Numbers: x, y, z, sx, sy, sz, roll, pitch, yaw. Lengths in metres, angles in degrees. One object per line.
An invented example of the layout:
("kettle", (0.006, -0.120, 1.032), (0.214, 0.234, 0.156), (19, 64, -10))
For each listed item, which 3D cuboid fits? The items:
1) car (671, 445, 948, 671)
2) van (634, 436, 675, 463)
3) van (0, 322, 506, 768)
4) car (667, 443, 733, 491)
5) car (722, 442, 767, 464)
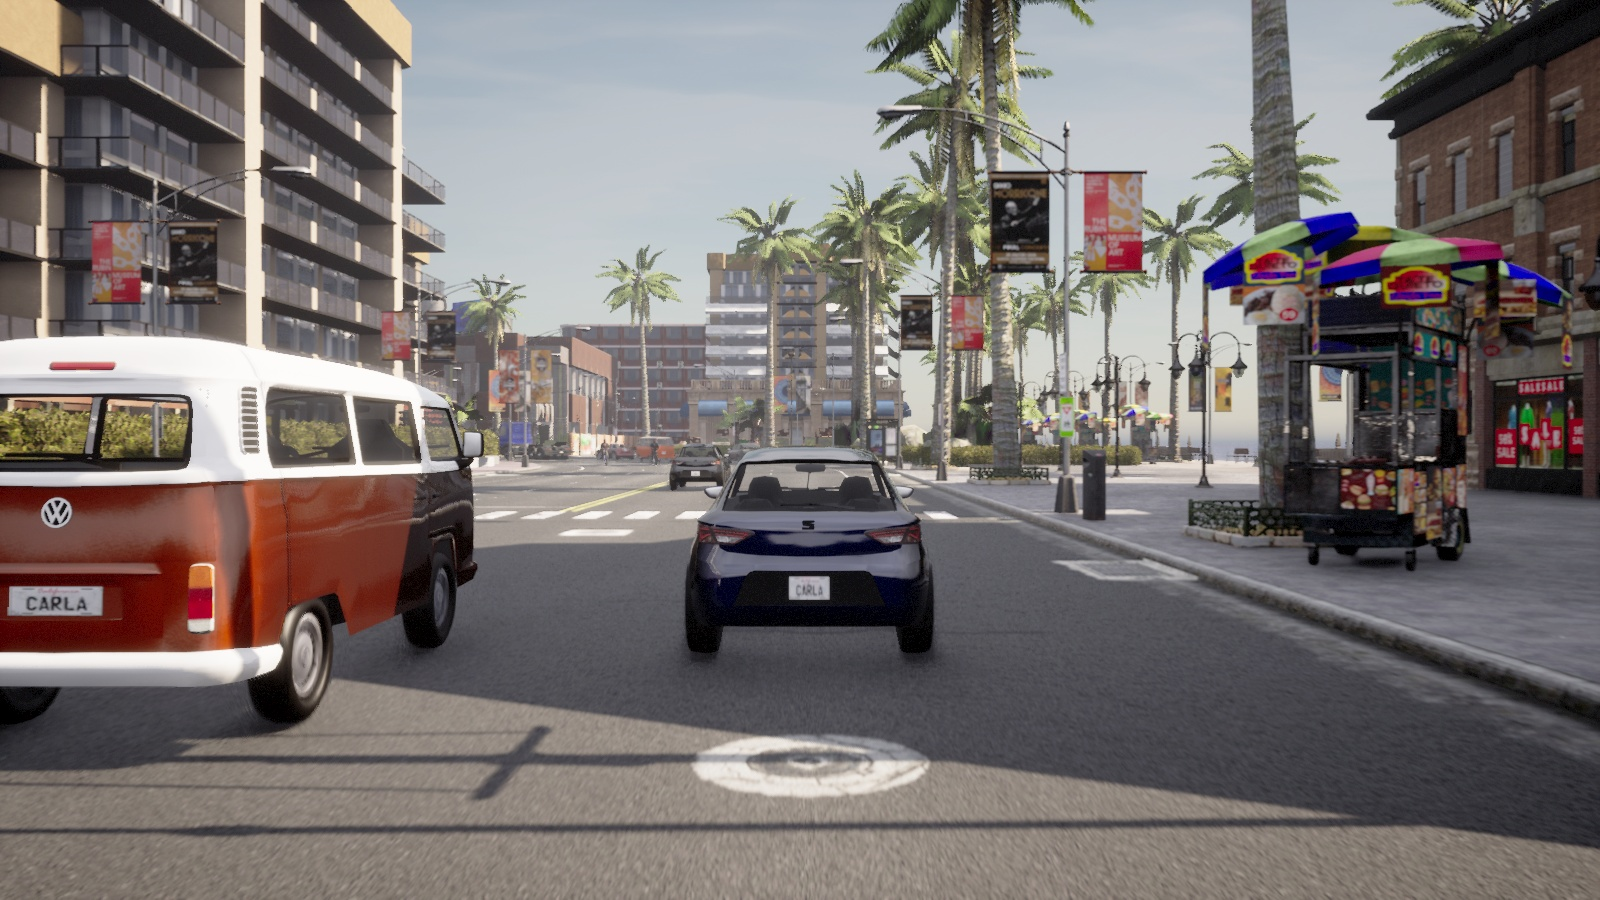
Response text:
("car", (0.074, 0.702, 10.352), (1.816, 1.474, 4.193), (0, 0, 0))
("van", (-11.208, -0.053, 96.440), (1.775, 1.987, 4.442), (0, 0, -26))
("van", (-3.439, 0.422, 7.983), (2.069, 2.038, 4.480), (0, 0, 0))
("car", (-3.249, 0.525, 41.323), (1.816, 1.474, 4.193), (0, 0, 0))
("car", (-3.916, 0.193, 88.248), (2.007, 1.525, 4.514), (0, 0, -18))
